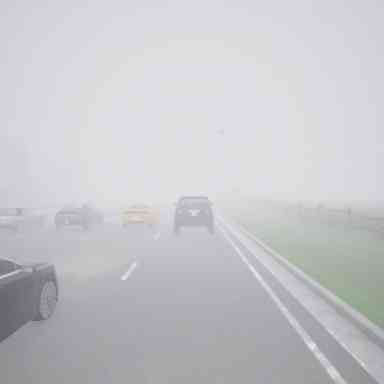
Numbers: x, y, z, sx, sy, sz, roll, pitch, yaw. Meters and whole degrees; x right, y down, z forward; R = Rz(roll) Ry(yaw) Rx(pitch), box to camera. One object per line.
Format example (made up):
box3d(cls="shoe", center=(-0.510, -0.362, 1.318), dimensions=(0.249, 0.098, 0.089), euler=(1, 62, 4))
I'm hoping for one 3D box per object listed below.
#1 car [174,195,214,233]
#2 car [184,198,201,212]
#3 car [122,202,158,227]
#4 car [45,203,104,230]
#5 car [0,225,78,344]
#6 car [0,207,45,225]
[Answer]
box3d(cls="car", center=(0.101, 1.185, 19.442), dimensions=(2.150, 2.045, 5.566), euler=(0, 0, 0))
box3d(cls="car", center=(0.098, 1.433, 38.445), dimensions=(1.837, 1.490, 4.892), euler=(0, 0, 0))
box3d(cls="car", center=(-3.400, 1.435, 22.587), dimensions=(1.882, 1.535, 5.008), euler=(0, 0, 0))
box3d(cls="car", center=(-6.902, 1.452, 20.791), dimensions=(2.128, 1.511, 4.902), euler=(0, 0, 0))
box3d(cls="car", center=(-3.399, 1.483, 4.313), dimensions=(2.128, 1.511, 4.902), euler=(0, 0, 0))
box3d(cls="car", center=(-10.402, 1.563, 19.740), dimensions=(1.895, 1.301, 4.718), euler=(0, 0, 0))
